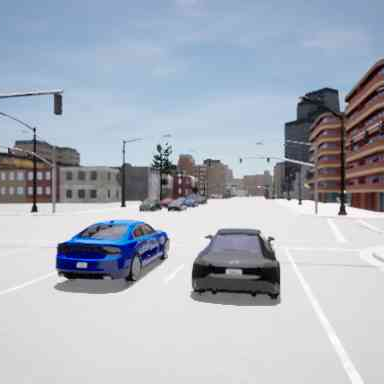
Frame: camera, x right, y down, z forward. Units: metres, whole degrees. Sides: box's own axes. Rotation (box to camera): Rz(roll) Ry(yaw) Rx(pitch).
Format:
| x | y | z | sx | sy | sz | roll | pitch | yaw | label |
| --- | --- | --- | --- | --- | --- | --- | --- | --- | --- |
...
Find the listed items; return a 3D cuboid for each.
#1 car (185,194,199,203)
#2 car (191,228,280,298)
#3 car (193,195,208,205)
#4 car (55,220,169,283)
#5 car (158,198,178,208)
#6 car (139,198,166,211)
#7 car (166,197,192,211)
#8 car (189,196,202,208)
| x | y | z | sx | sy | sz | roll | pitch | yaw | label |
| --- | --- | --- | --- | --- | --- | --- | --- | --- | --- |
| 0.050 | 1.451 | 73.323 | 2.097 | 1.767 | 4.553 | 0 | 0 | 11 | car |
| 1.248 | 1.650 | 8.882 | 1.994 | 1.385 | 4.181 | 0 | 0 | 11 | car |
| 1.869 | 1.667 | 64.504 | 1.837 | 1.490 | 4.892 | 0 | 0 | 12 | car |
| -2.097 | 1.576 | 10.155 | 1.882 | 1.535 | 5.008 | 0 | -1 | 11 | car |
| -3.798 | 1.740 | 53.864 | 1.882 | 1.535 | 5.008 | 0 | 0 | 11 | car |
| -5.560 | 1.658 | 44.898 | 2.097 | 1.767 | 4.553 | 0 | 0 | 11 | car |
| -1.924 | 1.841 | 45.273 | 2.033 | 1.411 | 5.357 | 0 | 0 | 11 | car |
| -0.090 | 1.771 | 54.680 | 1.812 | 1.442 | 4.674 | 0 | 0 | 11 | car |
